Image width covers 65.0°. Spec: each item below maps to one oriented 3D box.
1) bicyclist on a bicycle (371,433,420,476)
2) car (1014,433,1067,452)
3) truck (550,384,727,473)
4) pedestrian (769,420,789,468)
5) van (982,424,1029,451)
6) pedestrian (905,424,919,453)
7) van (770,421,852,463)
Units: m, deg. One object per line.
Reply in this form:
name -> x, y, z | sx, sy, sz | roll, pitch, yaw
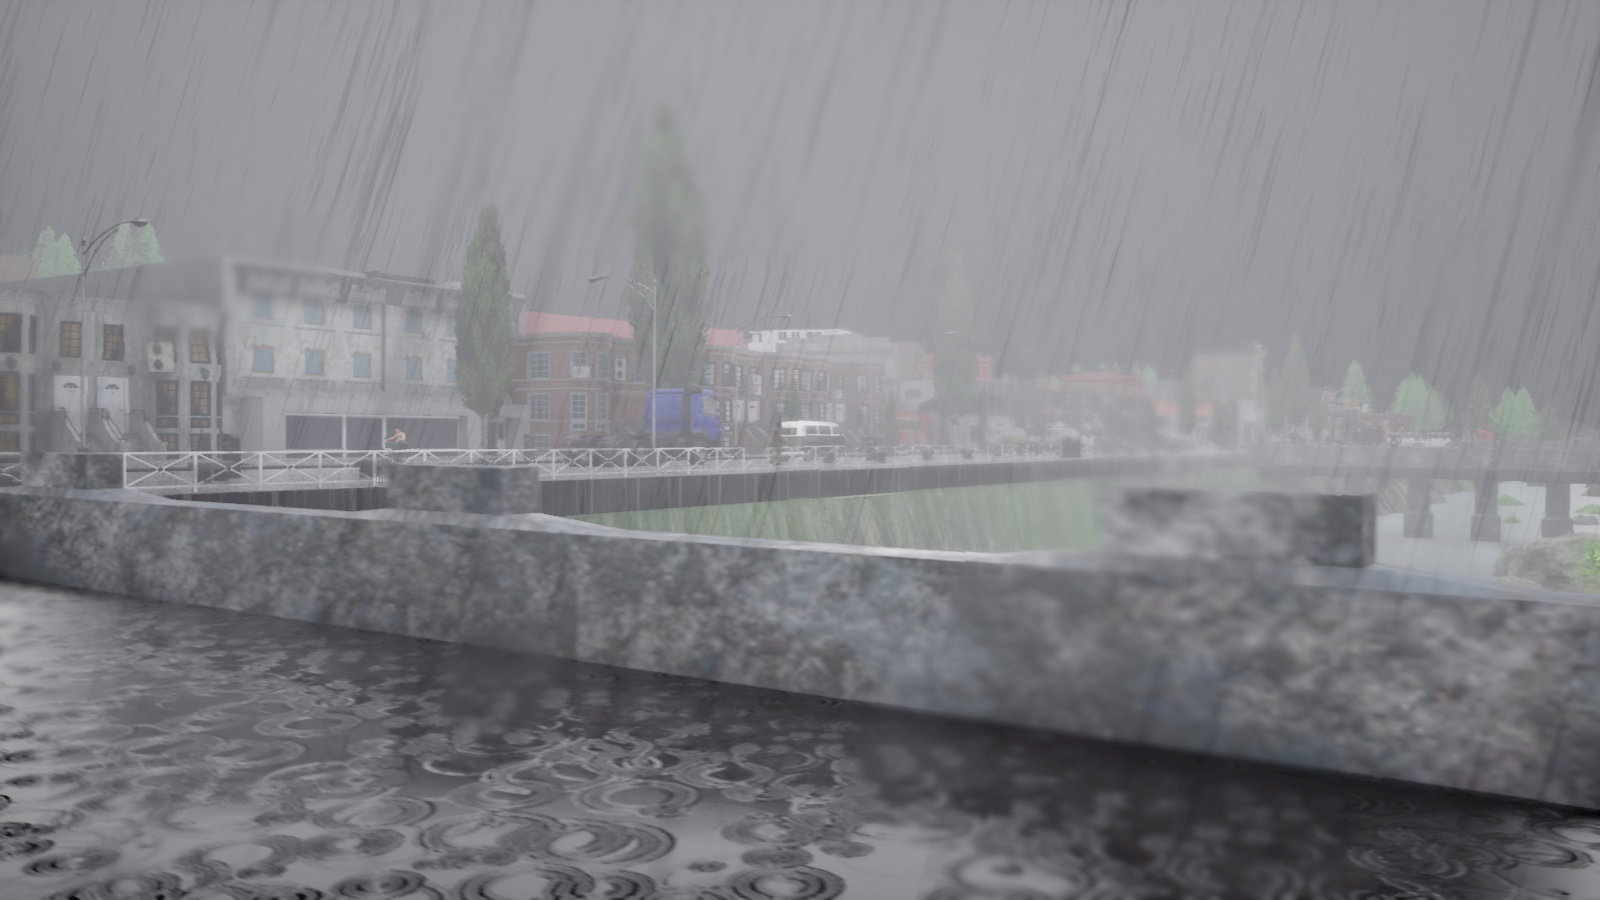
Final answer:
bicyclist on a bicycle -> -15.260, 0.160, 47.393 | 0.866, 1.612, 1.509 | 0, 1, 34
car -> 17.018, -0.531, 88.714 | 1.895, 1.301, 4.718 | 0, 1, 35
truck -> -6.652, -0.914, 53.108 | 2.891, 3.462, 7.936 | 0, 1, 34
pedestrian -> -0.854, -0.247, 51.031 | 0.692, 1.930, 0.396 | -1, 1, -28
van -> 15.326, -0.927, 93.335 | 1.775, 1.987, 4.442 | 0, 1, 34
pedestrian -> 7.721, -0.807, 86.495 | 0.659, 1.952, 0.873 | 0, 1, 25
van -> 0.618, -0.424, 64.037 | 2.069, 2.038, 4.480 | 0, 1, 34
